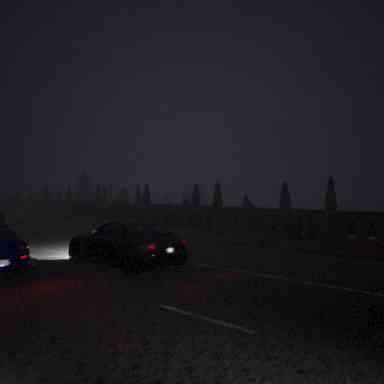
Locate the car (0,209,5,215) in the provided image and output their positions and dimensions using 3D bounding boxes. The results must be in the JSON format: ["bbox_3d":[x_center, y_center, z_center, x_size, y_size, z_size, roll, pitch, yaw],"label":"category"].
[{"bbox_3d":[-14.435,1.555,23.231,1.812,1.442,4.674,0,0,-42],"label":"car"}]

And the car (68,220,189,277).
[{"bbox_3d":[-2.111,1.582,10.499,4.181,1.385,1.994,0,0,41],"label":"car"}]

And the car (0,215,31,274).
[{"bbox_3d":[-6.227,1.538,9.499,4.674,1.442,1.812,0,0,43],"label":"car"}]
